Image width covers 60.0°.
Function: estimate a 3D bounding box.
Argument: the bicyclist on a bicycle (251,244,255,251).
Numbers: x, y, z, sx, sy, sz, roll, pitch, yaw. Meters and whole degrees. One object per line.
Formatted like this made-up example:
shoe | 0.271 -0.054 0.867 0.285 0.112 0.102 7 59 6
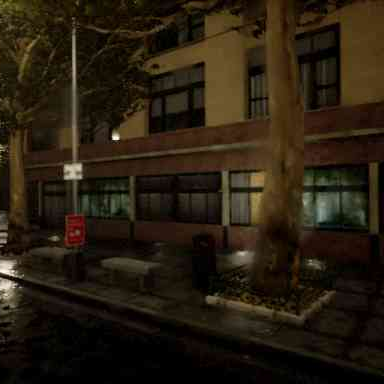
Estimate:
bicyclist on a bicycle | 2.088 1.238 9.468 0.582 1.620 1.656 24 4 7
